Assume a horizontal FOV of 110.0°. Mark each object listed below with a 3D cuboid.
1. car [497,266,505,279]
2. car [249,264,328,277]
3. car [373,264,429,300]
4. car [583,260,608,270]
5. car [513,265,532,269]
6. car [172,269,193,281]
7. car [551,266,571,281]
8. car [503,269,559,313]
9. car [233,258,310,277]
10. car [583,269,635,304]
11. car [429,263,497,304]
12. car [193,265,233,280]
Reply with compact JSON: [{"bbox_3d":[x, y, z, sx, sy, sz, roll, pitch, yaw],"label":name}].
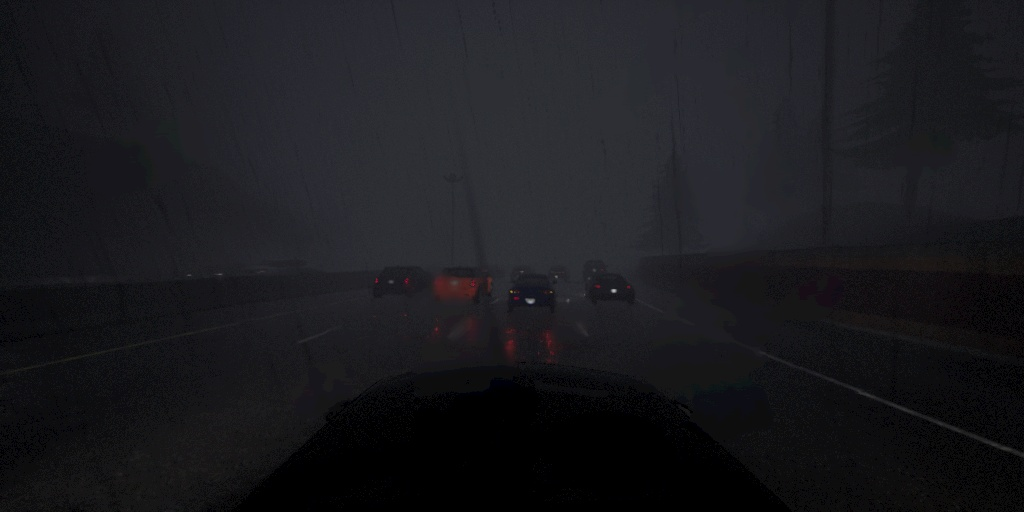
[{"bbox_3d":[-2.132,1.657,37.127,1.882,1.535,5.008,0,-1,14],"label":"car"},{"bbox_3d":[-15.509,1.518,25.813,2.033,1.411,5.357,0,-1,9],"label":"car"},{"bbox_3d":[-5.592,1.295,19.494,2.097,1.767,4.553,0,-1,7],"label":"car"},{"bbox_3d":[8.071,1.423,34.760,2.150,2.045,5.566,0,-1,15],"label":"car"},{"bbox_3d":[1.173,1.686,35.934,1.837,1.490,4.892,0,-1,14],"label":"car"},{"bbox_3d":[-25.399,1.497,29.967,1.812,1.442,4.674,0,-1,11],"label":"car"},{"bbox_3d":[4.732,1.702,35.730,1.837,1.490,4.892,0,-1,15],"label":"car"},{"bbox_3d":[0.899,1.445,15.000,1.812,1.442,4.674,0,-1,6],"label":"car"},{"bbox_3d":[-18.555,1.212,28.676,2.150,2.045,5.566,0,-1,11],"label":"car"},{"bbox_3d":[4.767,1.539,17.886,1.994,1.385,4.181,0,-1,7],"label":"car"},{"bbox_3d":[-2.268,1.293,18.006,2.097,1.767,4.553,0,-1,6],"label":"car"},{"bbox_3d":[-22.039,1.466,28.878,2.128,1.511,4.902,0,-1,10],"label":"car"}]
